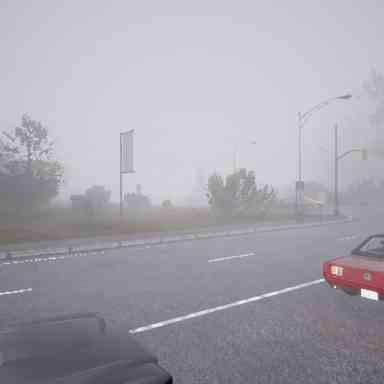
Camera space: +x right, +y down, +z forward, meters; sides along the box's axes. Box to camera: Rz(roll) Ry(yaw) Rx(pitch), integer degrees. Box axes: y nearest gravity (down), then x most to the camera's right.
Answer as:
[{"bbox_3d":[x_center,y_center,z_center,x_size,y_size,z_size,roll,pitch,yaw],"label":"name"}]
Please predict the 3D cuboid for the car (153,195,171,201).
[{"bbox_3d":[-6.724,1.330,73.987,1.895,1.301,4.718,-1,0,-38],"label":"car"}]

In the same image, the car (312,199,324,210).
[{"bbox_3d":[12.758,1.252,38.410,1.882,1.535,5.008,-1,0,-39],"label":"car"}]

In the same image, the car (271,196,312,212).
[{"bbox_3d":[10.134,1.404,36.087,1.895,1.301,4.718,-1,0,-39],"label":"car"}]

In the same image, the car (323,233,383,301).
[{"bbox_3d":[5.048,1.570,7.363,4.718,1.301,1.895,0,0,-36],"label":"car"}]

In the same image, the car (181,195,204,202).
[{"bbox_3d":[0.009,1.276,65.720,2.033,1.411,5.357,-1,0,-38],"label":"car"}]

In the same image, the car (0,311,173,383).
[{"bbox_3d":[-2.399,1.601,2.024,4.718,1.301,1.895,0,0,-36],"label":"car"}]
